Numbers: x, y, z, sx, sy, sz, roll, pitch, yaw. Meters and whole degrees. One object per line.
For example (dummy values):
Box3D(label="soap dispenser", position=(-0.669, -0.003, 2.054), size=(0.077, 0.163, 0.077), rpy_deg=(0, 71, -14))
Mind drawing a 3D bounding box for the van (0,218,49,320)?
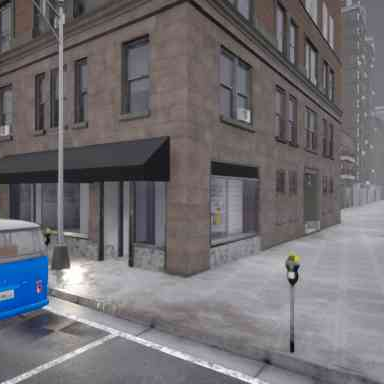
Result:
Box3D(label="van", position=(-4.357, 1.340, 6.130), size=(3.998, 1.788, 1.690), rpy_deg=(0, 0, 35))
